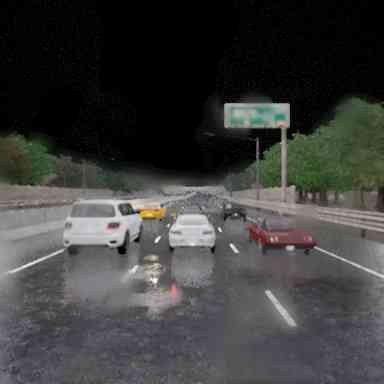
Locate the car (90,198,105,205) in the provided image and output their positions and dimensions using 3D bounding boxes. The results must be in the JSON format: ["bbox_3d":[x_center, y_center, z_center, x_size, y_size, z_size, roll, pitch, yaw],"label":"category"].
[{"bbox_3d":[-20.507,1.975,72.479,1.837,1.490,4.892,0,0,1],"label":"car"}]

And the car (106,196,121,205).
[{"bbox_3d":[-17.007,1.830,72.455,2.097,1.767,4.553,0,0,1],"label":"car"}]

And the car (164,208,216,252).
[{"bbox_3d":[0.019,1.645,14.321,1.812,1.442,4.674,0,0,0],"label":"car"}]

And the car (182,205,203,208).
[{"bbox_3d":[0.080,1.782,29.264,1.994,1.385,4.181,0,0,0],"label":"car"}]

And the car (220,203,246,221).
[{"bbox_3d":[3.579,1.696,29.383,1.882,1.535,5.008,0,0,1],"label":"car"}]

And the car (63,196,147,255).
[{"bbox_3d":[-3.486,1.333,13.992,2.150,2.045,5.566,0,0,0],"label":"car"}]

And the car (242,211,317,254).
[{"bbox_3d":[3.515,1.718,14.055,1.895,1.301,4.718,0,0,0],"label":"car"}]

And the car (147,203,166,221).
[{"bbox_3d":[-3.421,1.696,29.416,1.882,1.535,5.008,0,0,1],"label":"car"}]
